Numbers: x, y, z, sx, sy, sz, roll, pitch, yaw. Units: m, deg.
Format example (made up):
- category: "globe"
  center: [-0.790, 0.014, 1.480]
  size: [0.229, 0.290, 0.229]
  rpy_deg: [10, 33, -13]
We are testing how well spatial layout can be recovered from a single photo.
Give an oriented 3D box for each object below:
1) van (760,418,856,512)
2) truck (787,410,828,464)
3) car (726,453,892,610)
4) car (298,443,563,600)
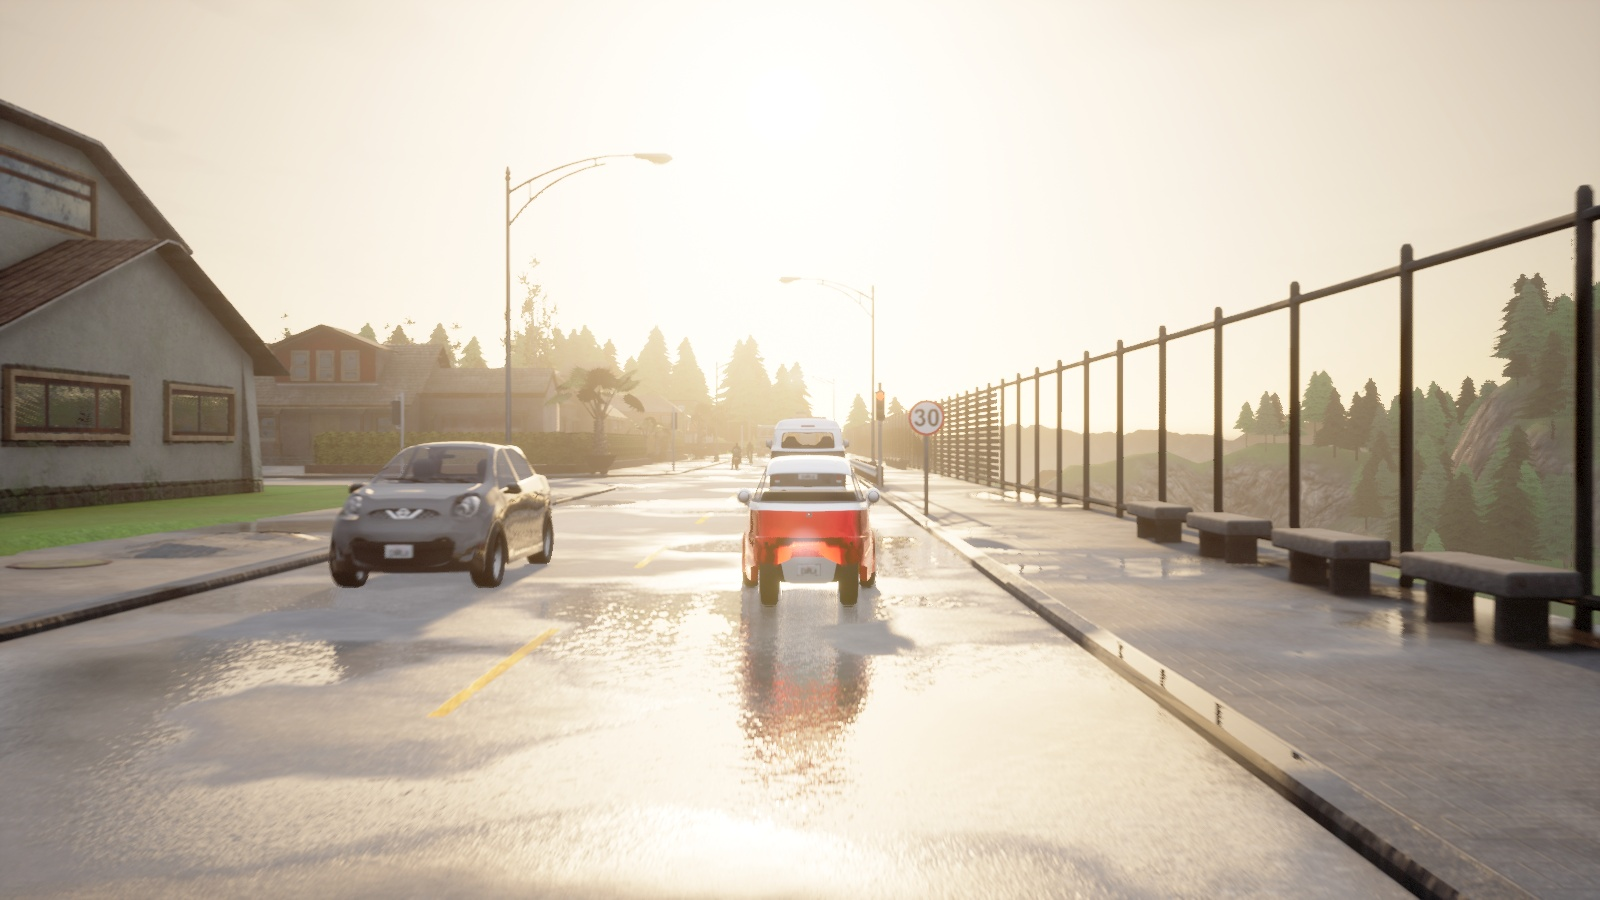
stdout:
- category: "van"
  center: [0.184, 0.304, 29.463]
  size: [2.069, 2.038, 4.480]
  rpy_deg: [0, 0, 0]
- category: "truck"
  center: [0.548, -0.945, 93.529]
  size: [2.891, 3.827, 8.468]
  rpy_deg: [0, 0, 0]
- category: "car"
  center: [0.085, 0.732, 12.352]
  size: [1.481, 1.376, 2.207]
  rpy_deg: [0, 1, 0]
- category: "car"
  center: [-3.906, 0.679, 13.909]
  size: [1.845, 1.501, 3.633]
  rpy_deg: [0, 0, 0]
